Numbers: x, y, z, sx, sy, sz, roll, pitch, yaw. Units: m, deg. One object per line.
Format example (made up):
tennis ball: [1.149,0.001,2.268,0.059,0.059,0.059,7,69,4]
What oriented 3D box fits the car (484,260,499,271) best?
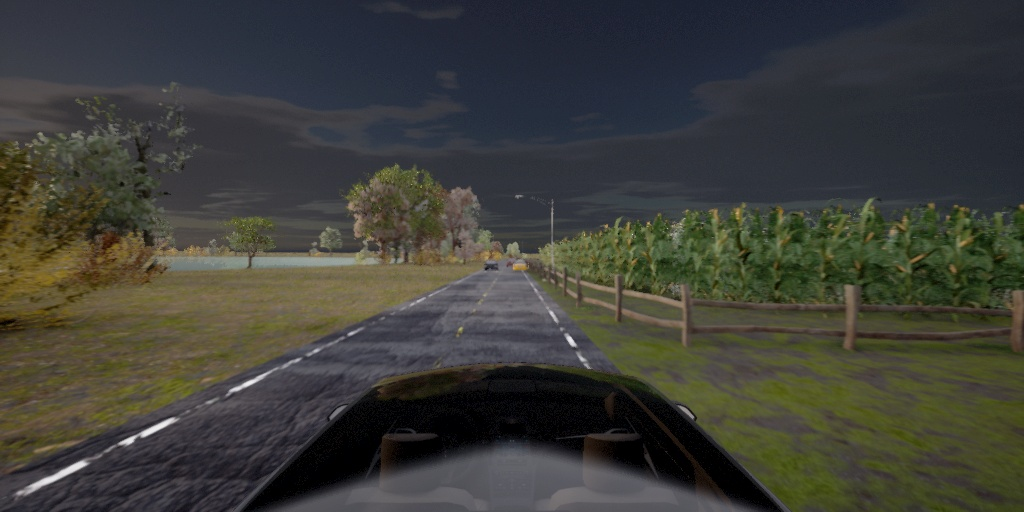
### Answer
car: [-2.790,1.292,49.126,2.033,1.411,5.357,0,0,0]

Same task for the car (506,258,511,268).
car: [0.032,1.101,63.092,2.097,1.767,4.553,0,0,0]

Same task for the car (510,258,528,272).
car: [0.984,1.201,44.724,1.801,1.575,5.366,0,0,0]
